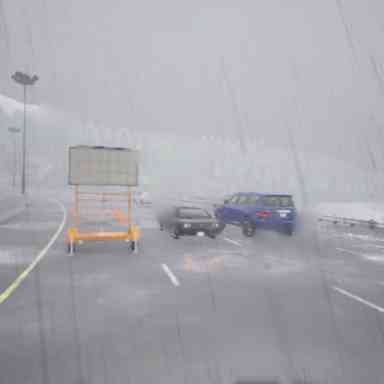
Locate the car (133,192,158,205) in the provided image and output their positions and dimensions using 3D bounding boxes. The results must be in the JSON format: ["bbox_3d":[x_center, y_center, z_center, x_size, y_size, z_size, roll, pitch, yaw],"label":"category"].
[{"bbox_3d":[-5.279,0.729,37.826,1.812,1.442,4.674,1,1,-26],"label":"car"}]

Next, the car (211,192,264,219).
[{"bbox_3d":[3.355,0.978,25.668,2.097,1.767,4.553,1,1,-20],"label":"car"}]

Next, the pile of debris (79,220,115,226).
[{"bbox_3d":[-5.335,1.706,18.636,1.860,0.140,1.500,1,1,-18],"label":"pile of debris"}]

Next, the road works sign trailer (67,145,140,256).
[{"bbox_3d":[-3.174,0.174,11.937,2.380,3.560,2.880,1,1,-18],"label":"road works sign trailer"}]

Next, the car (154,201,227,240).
[{"bbox_3d":[-0.307,1.320,15.365,1.895,1.301,4.718,1,1,-17],"label":"car"}]

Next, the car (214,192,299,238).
[{"bbox_3d":[2.990,1.001,16.478,2.150,2.045,5.566,2,1,-18],"label":"car"}]
